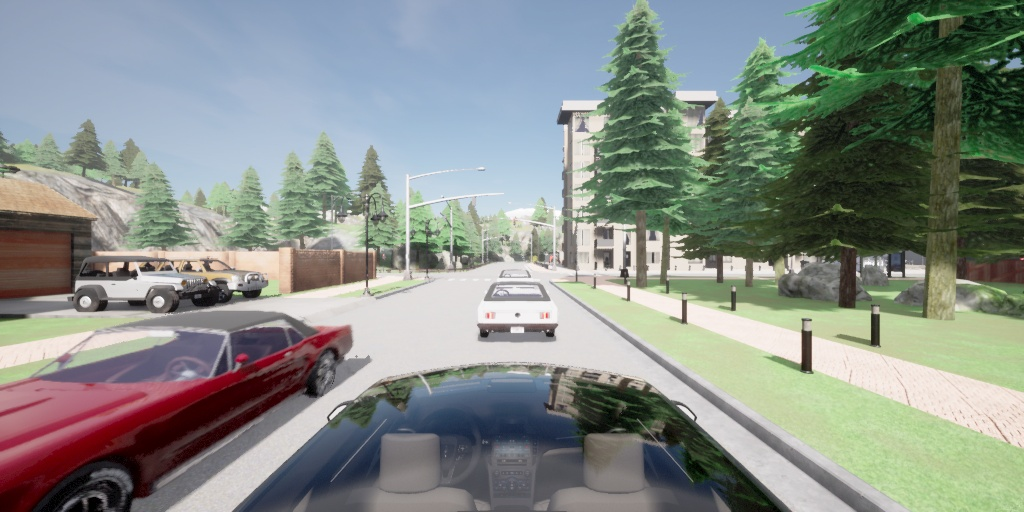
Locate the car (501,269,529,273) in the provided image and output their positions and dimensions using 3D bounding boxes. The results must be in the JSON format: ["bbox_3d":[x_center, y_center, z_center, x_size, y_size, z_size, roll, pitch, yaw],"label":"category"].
[{"bbox_3d":[0.167,1.351,19.359,1.895,1.301,4.718,0,0,0],"label":"car"}]

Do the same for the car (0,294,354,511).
[{"bbox_3d":[-3.593,1.351,3.806,1.895,1.301,4.718,0,0,0],"label":"car"}]

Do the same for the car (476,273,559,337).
[{"bbox_3d":[0.134,1.351,10.192,1.895,1.301,4.718,0,0,0],"label":"car"}]
